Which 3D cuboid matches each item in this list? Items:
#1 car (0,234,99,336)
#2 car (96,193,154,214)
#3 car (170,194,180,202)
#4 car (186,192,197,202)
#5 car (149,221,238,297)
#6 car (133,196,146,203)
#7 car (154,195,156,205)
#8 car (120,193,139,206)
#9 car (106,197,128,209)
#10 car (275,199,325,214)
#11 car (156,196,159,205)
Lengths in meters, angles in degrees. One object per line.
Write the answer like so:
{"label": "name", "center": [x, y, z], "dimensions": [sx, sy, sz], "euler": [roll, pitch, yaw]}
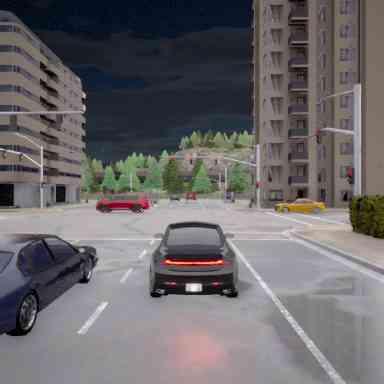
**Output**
{"label": "car", "center": [-3.462, 1.547, 6.598], "dimensions": [2.033, 1.411, 5.357], "euler": [0, 0, 0]}
{"label": "car", "center": [-7.164, 1.223, 34.868], "dimensions": [5.566, 2.045, 2.150], "euler": [0, 0, 0]}
{"label": "car", "center": [-3.634, 1.194, 72.985], "dimensions": [2.097, 1.767, 4.553], "euler": [0, 0, 0]}
{"label": "car", "center": [-0.134, 1.064, 73.052], "dimensions": [2.150, 2.045, 5.566], "euler": [0, 0, 0]}
{"label": "car", "center": [0.048, 1.505, 8.528], "dimensions": [1.837, 1.490, 4.892], "euler": [0, 0, 0]}
{"label": "car", "center": [-10.634, 1.564, 67.489], "dimensions": [1.994, 1.385, 4.181], "euler": [0, 0, 0]}
{"label": "car", "center": [-7.167, 1.564, 50.946], "dimensions": [1.994, 1.385, 4.181], "euler": [0, 0, 0]}
{"label": "car", "center": [-10.679, 1.221, 57.455], "dimensions": [2.150, 2.045, 5.566], "euler": [0, 0, 0]}
{"label": "car", "center": [-10.671, 1.491, 47.589], "dimensions": [2.128, 1.511, 4.902], "euler": [0, 0, 0]}
{"label": "car", "center": [11.258, 1.478, 34.928], "dimensions": [5.008, 1.535, 1.882], "euler": [0, 0, 3]}
{"label": "car", "center": [-7.177, 1.352, 59.524], "dimensions": [2.097, 1.767, 4.553], "euler": [0, 0, 0]}
